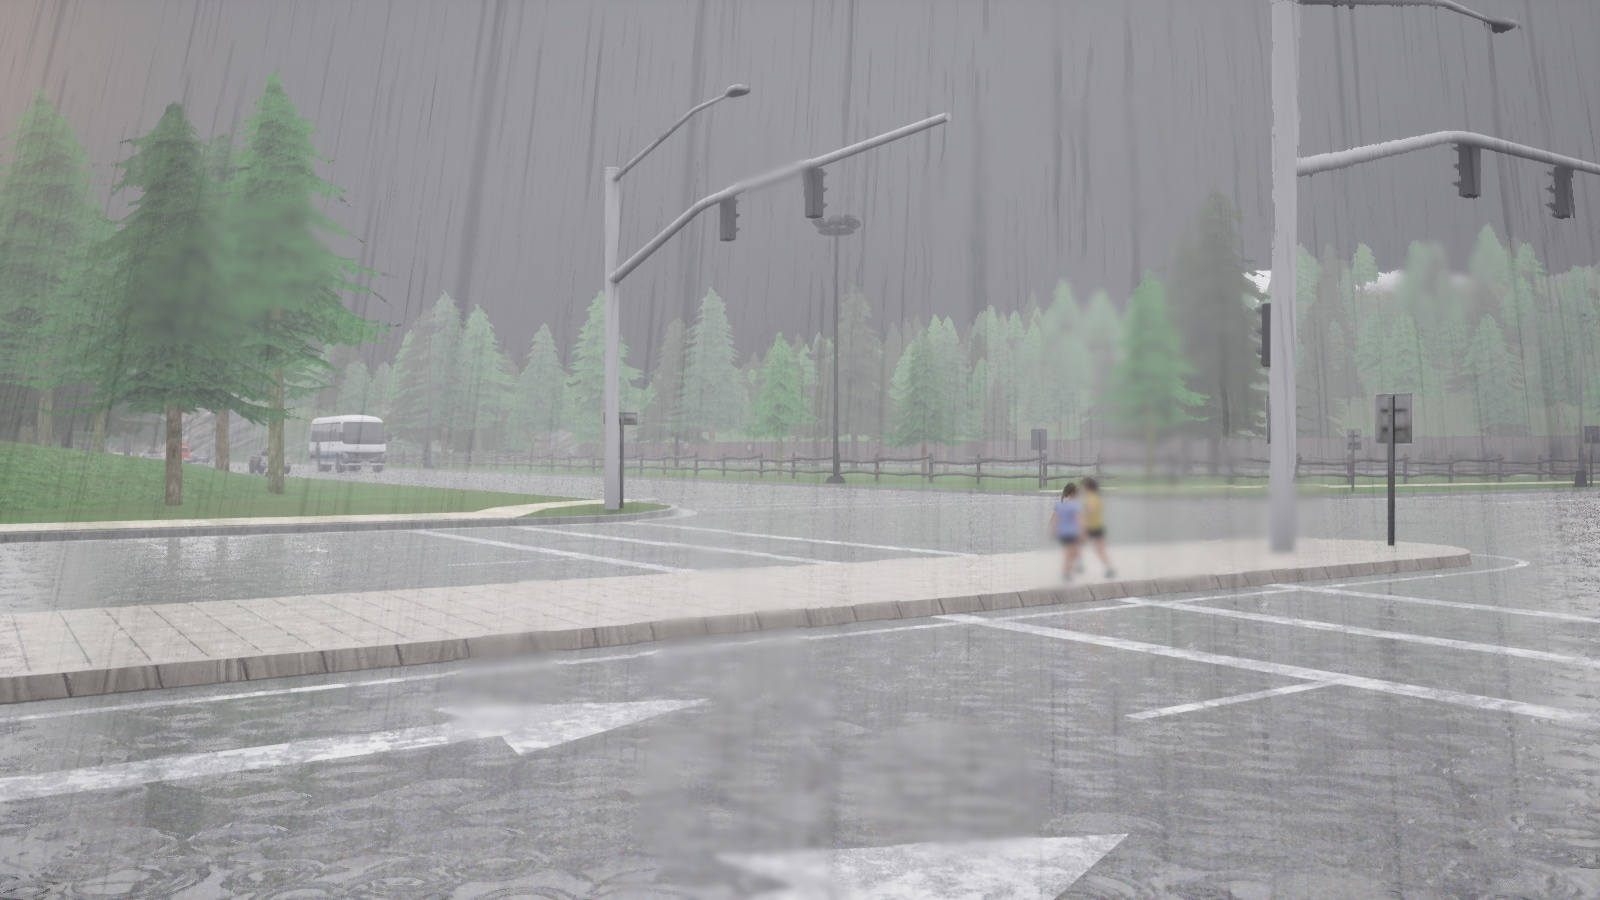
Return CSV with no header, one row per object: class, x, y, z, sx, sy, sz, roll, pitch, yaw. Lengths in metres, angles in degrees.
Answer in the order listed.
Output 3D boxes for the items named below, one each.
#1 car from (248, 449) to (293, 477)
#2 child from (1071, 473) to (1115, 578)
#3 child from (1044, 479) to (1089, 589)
car,-35.892,0.846,85.089,1.932,1.855,4.605,0,0,-34
child,3.160,0.802,13.548,0.255,1.110,0.394,0,0,-35
child,2.766,0.861,13.041,0.394,1.110,0.255,0,0,-32
